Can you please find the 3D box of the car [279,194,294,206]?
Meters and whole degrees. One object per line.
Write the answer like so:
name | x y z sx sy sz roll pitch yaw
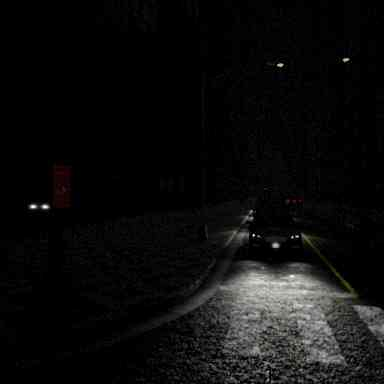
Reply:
car | 16.479 1.313 58.253 2.150 2.045 5.566 0 0 13

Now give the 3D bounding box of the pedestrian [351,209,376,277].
pedestrian | 4.551 1.301 8.843 0.375 1.860 0.375 1 -1 12

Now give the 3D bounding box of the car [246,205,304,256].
car | 3.290 1.503 13.381 2.128 1.511 4.902 0 0 12

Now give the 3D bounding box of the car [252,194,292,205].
car | 5.418 1.244 23.004 2.150 2.045 5.566 0 0 13

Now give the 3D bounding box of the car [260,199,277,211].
car | 9.779 1.620 42.516 1.994 1.385 4.181 0 0 13

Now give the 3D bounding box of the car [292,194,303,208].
car | 13.418 1.280 44.375 2.150 2.045 5.566 0 0 13

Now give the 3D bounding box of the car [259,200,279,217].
car | 7.578 1.562 32.733 1.812 1.442 4.674 0 0 12
